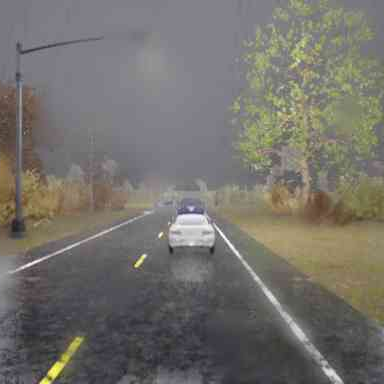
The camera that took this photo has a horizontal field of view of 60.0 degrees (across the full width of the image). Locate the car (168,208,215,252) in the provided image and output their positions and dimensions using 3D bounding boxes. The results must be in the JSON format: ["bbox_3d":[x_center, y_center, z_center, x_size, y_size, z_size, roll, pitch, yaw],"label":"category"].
[{"bbox_3d":[-0.011,1.660,14.390,1.812,1.442,4.674,0,0,0],"label":"car"}]

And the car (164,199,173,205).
[{"bbox_3d":[-5.096,2.227,72.287,1.895,1.301,4.718,0,0,-8],"label":"car"}]

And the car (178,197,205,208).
[{"bbox_3d":[-0.074,1.487,29.013,2.150,2.045,5.566,0,0,0],"label":"car"}]
